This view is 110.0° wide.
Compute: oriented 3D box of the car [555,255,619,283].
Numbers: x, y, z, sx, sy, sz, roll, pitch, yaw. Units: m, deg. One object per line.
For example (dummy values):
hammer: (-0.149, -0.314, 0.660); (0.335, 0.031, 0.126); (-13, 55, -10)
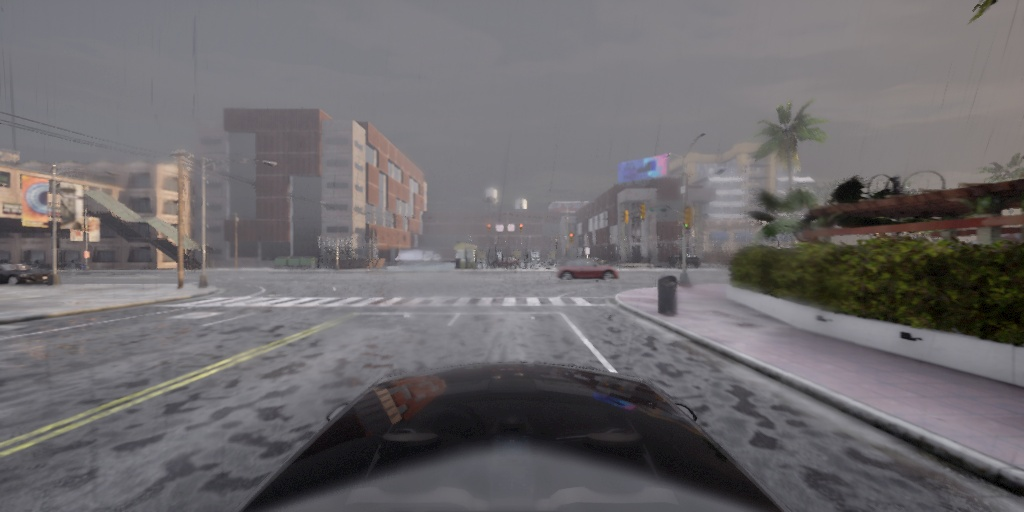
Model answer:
car: (5.606, 1.008, 27.001); (4.553, 1.767, 2.097); (-1, 0, 0)

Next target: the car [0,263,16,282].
car: (-46.623, 1.280, 30.612); (5.357, 1.411, 2.033); (0, 0, 1)
